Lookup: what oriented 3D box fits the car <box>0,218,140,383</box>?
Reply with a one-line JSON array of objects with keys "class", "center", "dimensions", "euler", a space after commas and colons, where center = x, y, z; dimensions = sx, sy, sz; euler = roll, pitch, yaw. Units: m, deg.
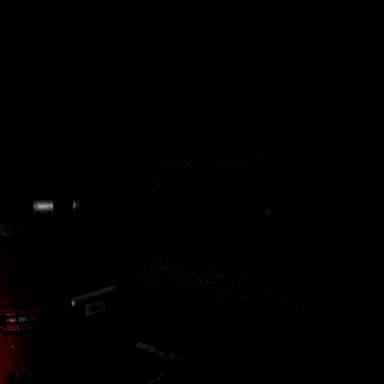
[{"class": "car", "center": [-2.970, 1.315, 4.939], "dimensions": [5.009, 1.841, 2.192], "euler": [0, 0, 36]}]

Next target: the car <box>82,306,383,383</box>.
[{"class": "car", "center": [1.515, 1.582, 1.724], "dimensions": [4.206, 1.307, 1.802], "euler": [0, 0, 36]}]
